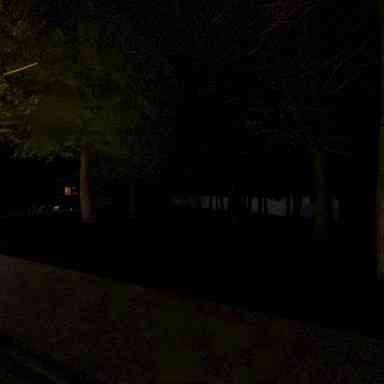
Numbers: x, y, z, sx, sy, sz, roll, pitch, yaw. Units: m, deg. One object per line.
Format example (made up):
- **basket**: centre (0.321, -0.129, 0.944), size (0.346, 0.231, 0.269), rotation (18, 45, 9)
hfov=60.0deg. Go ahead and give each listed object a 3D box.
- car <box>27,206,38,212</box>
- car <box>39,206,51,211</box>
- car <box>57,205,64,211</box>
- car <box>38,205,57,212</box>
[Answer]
- **car**: centre (-36.733, 3.913, 77.090), size (1.837, 1.490, 4.892), rotation (0, -2, -9)
- **car**: centre (-38.385, 4.276, 86.995), size (1.994, 1.385, 4.181), rotation (0, -2, -9)
- **car**: centre (-35.179, 4.239, 87.531), size (2.128, 1.511, 4.902), rotation (0, -2, -9)
- **car**: centre (-33.465, 3.887, 77.248), size (1.837, 1.490, 4.892), rotation (0, -2, -9)
